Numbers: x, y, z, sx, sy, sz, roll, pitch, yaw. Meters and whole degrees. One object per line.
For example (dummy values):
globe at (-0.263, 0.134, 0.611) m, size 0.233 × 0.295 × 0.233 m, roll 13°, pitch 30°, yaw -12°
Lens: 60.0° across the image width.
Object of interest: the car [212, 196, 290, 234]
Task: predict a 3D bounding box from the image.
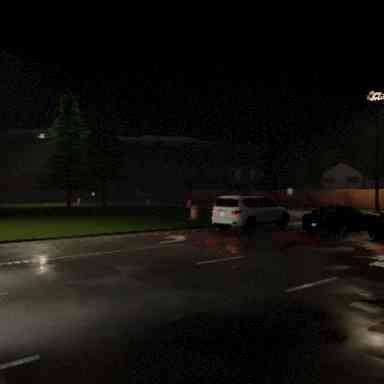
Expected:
car at (3.572, 1.231, 19.732) m, size 5.566 × 2.045 × 2.150 m, roll 0°, pitch 0°, yaw -43°

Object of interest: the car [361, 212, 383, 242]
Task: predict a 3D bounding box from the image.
car at (10.107, 1.487, 15.261) m, size 5.008 × 1.535 × 1.882 m, roll 0°, pitch 0°, yaw -36°

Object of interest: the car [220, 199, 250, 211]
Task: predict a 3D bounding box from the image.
car at (5.373, 1.579, 41.894) m, size 1.994 × 1.385 × 4.181 m, roll 0°, pitch 0°, yaw -21°

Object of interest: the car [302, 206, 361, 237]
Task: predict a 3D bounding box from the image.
car at (8.130, 1.487, 18.150) m, size 5.008 × 1.535 × 1.882 m, roll 0°, pitch 0°, yaw -36°
